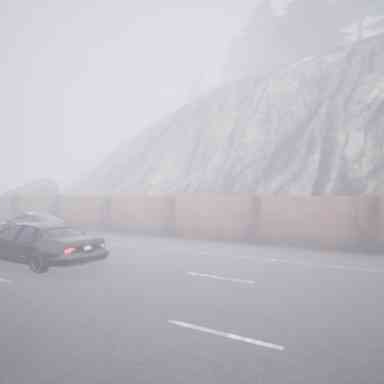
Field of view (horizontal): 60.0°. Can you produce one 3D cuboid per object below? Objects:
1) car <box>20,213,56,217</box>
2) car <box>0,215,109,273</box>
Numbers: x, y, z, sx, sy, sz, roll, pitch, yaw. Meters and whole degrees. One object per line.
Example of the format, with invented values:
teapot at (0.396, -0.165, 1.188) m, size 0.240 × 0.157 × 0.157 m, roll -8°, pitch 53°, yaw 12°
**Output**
car at (-8.265, 1.798, 17.233) m, size 4.674 × 1.442 × 1.812 m, roll 0°, pitch -1°, yaw 32°
car at (-5.258, 1.729, 11.268) m, size 5.357 × 1.411 × 2.033 m, roll 0°, pitch -1°, yaw 32°
